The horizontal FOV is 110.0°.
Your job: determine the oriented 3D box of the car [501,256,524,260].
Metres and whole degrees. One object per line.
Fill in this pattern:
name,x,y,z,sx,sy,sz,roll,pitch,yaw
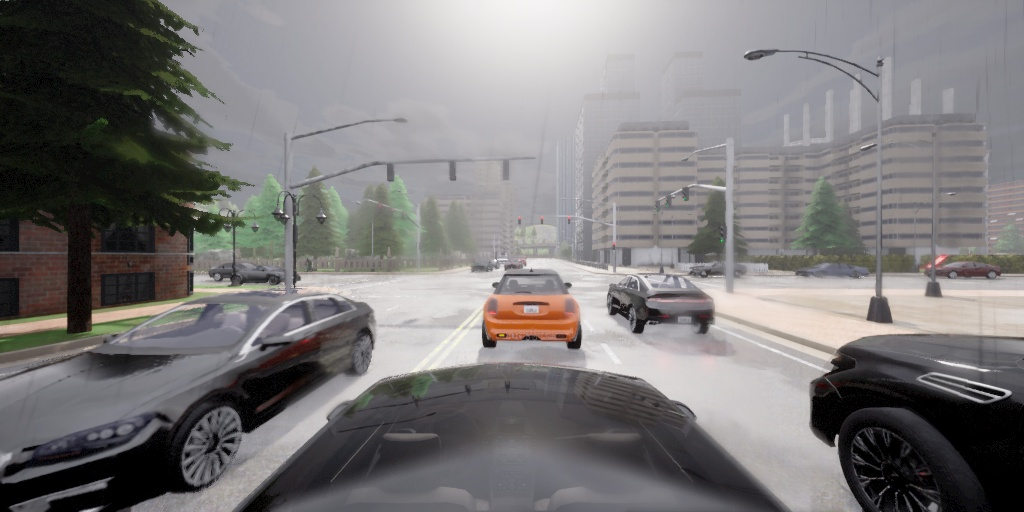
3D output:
car,0.135,1.102,50.056,2.097,1.767,4.553,0,0,4

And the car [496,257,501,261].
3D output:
car,-3.024,1.241,54.803,2.128,1.511,4.902,0,0,4

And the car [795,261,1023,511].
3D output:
car,3.708,0.971,0.759,2.150,2.045,5.566,0,0,0

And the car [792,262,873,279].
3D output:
car,28.987,1.298,32.534,5.357,1.411,2.033,0,0,4

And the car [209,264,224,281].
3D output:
car,-21.700,1.255,28.974,4.892,1.490,1.837,0,0,4

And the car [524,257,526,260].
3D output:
car,0.781,1.314,58.652,1.994,1.385,4.181,0,0,5

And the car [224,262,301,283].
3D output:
car,-17.199,1.314,25.136,4.181,1.385,1.994,0,0,4

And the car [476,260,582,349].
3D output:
car,0.517,1.102,9.368,2.097,1.767,4.553,0,0,3

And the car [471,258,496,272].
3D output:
car,-3.759,1.102,45.884,2.097,1.767,4.553,0,0,6

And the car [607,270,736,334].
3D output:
car,4.092,1.241,10.596,2.128,1.511,4.902,0,0,4

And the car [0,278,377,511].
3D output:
car,-3.436,1.241,4.631,2.128,1.511,4.902,0,0,2

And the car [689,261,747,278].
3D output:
car,19.002,1.241,33.254,4.902,1.511,2.128,0,0,4

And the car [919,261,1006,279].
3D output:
car,39.782,1.228,31.747,5.008,1.535,1.882,0,0,4

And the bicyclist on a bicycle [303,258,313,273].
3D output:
bicyclist on a bicycle,-22.758,1.051,40.054,0.582,1.620,1.656,0,0,4
